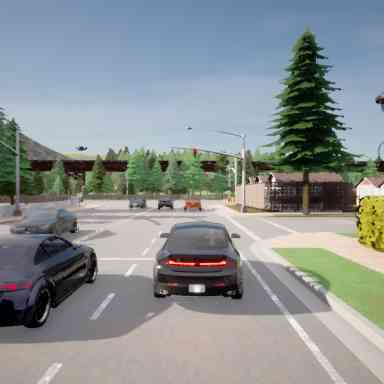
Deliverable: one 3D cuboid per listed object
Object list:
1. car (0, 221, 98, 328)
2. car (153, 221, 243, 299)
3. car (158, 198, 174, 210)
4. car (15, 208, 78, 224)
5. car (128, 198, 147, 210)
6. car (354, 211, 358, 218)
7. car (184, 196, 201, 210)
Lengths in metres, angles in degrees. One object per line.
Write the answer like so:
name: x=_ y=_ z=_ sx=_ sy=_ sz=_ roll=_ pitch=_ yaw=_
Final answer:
car: x=-3.420 y=1.564 z=6.979 sx=1.994 sy=1.385 sz=4.181 roll=0 pitch=0 yaw=0
car: x=0.193 y=1.505 z=8.465 sx=1.837 sy=1.490 sz=4.892 roll=0 pitch=0 yaw=2
car: x=-3.411 y=1.505 z=43.737 sx=1.837 sy=1.490 sz=4.892 roll=0 pitch=0 yaw=0
car: x=-7.091 y=1.526 z=16.480 sx=1.812 sy=1.442 sz=4.674 roll=0 pitch=0 yaw=0
car: x=-7.072 y=1.493 z=43.659 sx=2.128 sy=1.511 sz=4.902 roll=0 pitch=0 yaw=0
car: x=14.853 y=1.466 z=25.050 sx=4.892 sy=1.490 sz=1.837 roll=0 pitch=0 yaw=-1
car: x=0.103 y=1.351 z=42.780 sx=2.097 sy=1.767 sz=4.553 roll=0 pitch=0 yaw=0
